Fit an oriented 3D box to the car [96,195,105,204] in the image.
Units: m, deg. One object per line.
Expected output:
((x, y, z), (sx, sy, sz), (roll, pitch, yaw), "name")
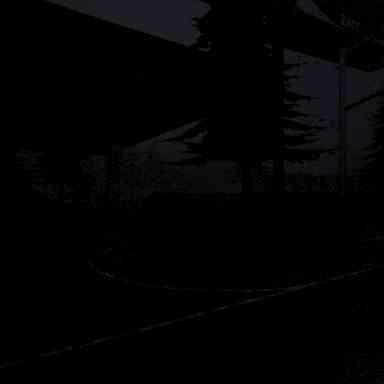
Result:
((-15.655, 1.300, 59.734), (2.128, 1.511, 4.902), (0, 0, -36), "car")

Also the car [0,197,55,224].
((-11.894, 1.313, 23.518), (3.866, 1.878, 1.905), (0, 0, -36), "car")

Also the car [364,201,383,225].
((11.450, 1.317, 21.334), (2.128, 1.511, 4.902), (0, 1, -36), "car")
